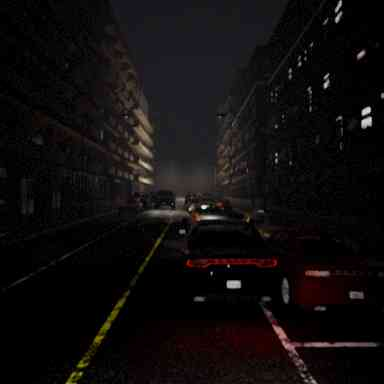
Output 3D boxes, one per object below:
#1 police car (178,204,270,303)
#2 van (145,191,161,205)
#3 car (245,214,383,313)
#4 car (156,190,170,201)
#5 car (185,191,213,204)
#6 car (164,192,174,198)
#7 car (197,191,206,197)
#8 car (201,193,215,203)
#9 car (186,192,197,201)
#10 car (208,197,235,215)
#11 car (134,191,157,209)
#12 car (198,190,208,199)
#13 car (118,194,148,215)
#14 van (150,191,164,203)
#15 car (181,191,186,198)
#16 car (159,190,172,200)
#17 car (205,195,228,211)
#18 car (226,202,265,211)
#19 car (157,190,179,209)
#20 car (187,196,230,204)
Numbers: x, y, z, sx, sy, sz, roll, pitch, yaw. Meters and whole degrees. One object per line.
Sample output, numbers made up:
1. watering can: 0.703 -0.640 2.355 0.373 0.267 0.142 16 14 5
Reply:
1. police car: 0.694 1.318 8.188 1.930 1.638 5.238 0 1 0
2. van: -5.378 0.788 46.174 1.690 1.788 3.998 2 1 0
3. car: 2.571 1.447 7.418 1.887 1.381 4.507 1 1 0
4. car: -5.410 0.592 62.765 2.192 1.841 5.009 1 1 0
5. car: 0.779 1.050 24.053 2.097 1.767 4.553 0 1 0
6. car: -5.448 0.684 79.360 1.947 1.339 4.313 1 1 0
7. car: 2.390 0.509 84.845 1.967 1.590 4.097 1 0 0
8. car: 2.486 0.934 51.661 1.887 1.381 4.507 1 1 0
9. car: -0.111 0.821 58.802 1.837 1.490 4.892 0 1 0
10. car: 2.528 1.180 29.539 1.887 1.381 4.507 1 1 0
11. car: -5.356 0.886 35.115 2.192 1.841 5.009 2 1 0
12. car: 2.415 0.484 73.781 2.192 1.841 5.009 1 1 0
13. car: -5.351 1.162 29.417 1.752 1.417 4.829 2 1 0
14. van: -5.390 0.730 51.705 1.690 1.788 3.998 1 1 0
15. car: -0.076 1.005 45.134 2.033 1.411 5.357 0 1 0
16. car: -5.420 0.538 68.295 2.192 1.841 5.009 1 1 0
17. car: 2.517 1.121 35.070 2.008 1.369 4.403 1 1 0
18. car: 2.560 1.356 13.119 1.752 1.417 4.829 1 1 0
19. car: -2.918 0.773 36.777 2.150 2.045 5.566 0 1 0
20. car: 0.790 1.223 18.274 1.801 1.575 5.366 0 1 0
